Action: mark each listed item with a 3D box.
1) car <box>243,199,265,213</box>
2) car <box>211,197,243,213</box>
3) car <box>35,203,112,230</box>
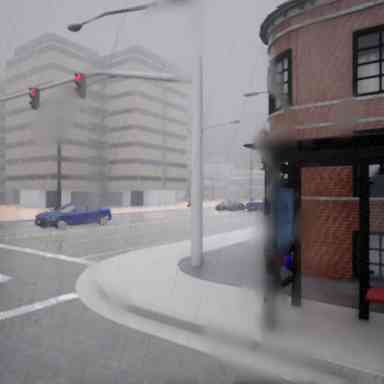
[{"bbox_3d":[7.773,1.467,36.297,1.882,1.535,5.008,0,0,35],"label":"car"},{"bbox_3d":[4.352,1.550,37.852,1.994,1.385,4.181,0,0,35],"label":"car"},{"bbox_3d":[-7.428,1.464,21.258,1.882,1.535,5.008,0,0,35],"label":"car"}]
